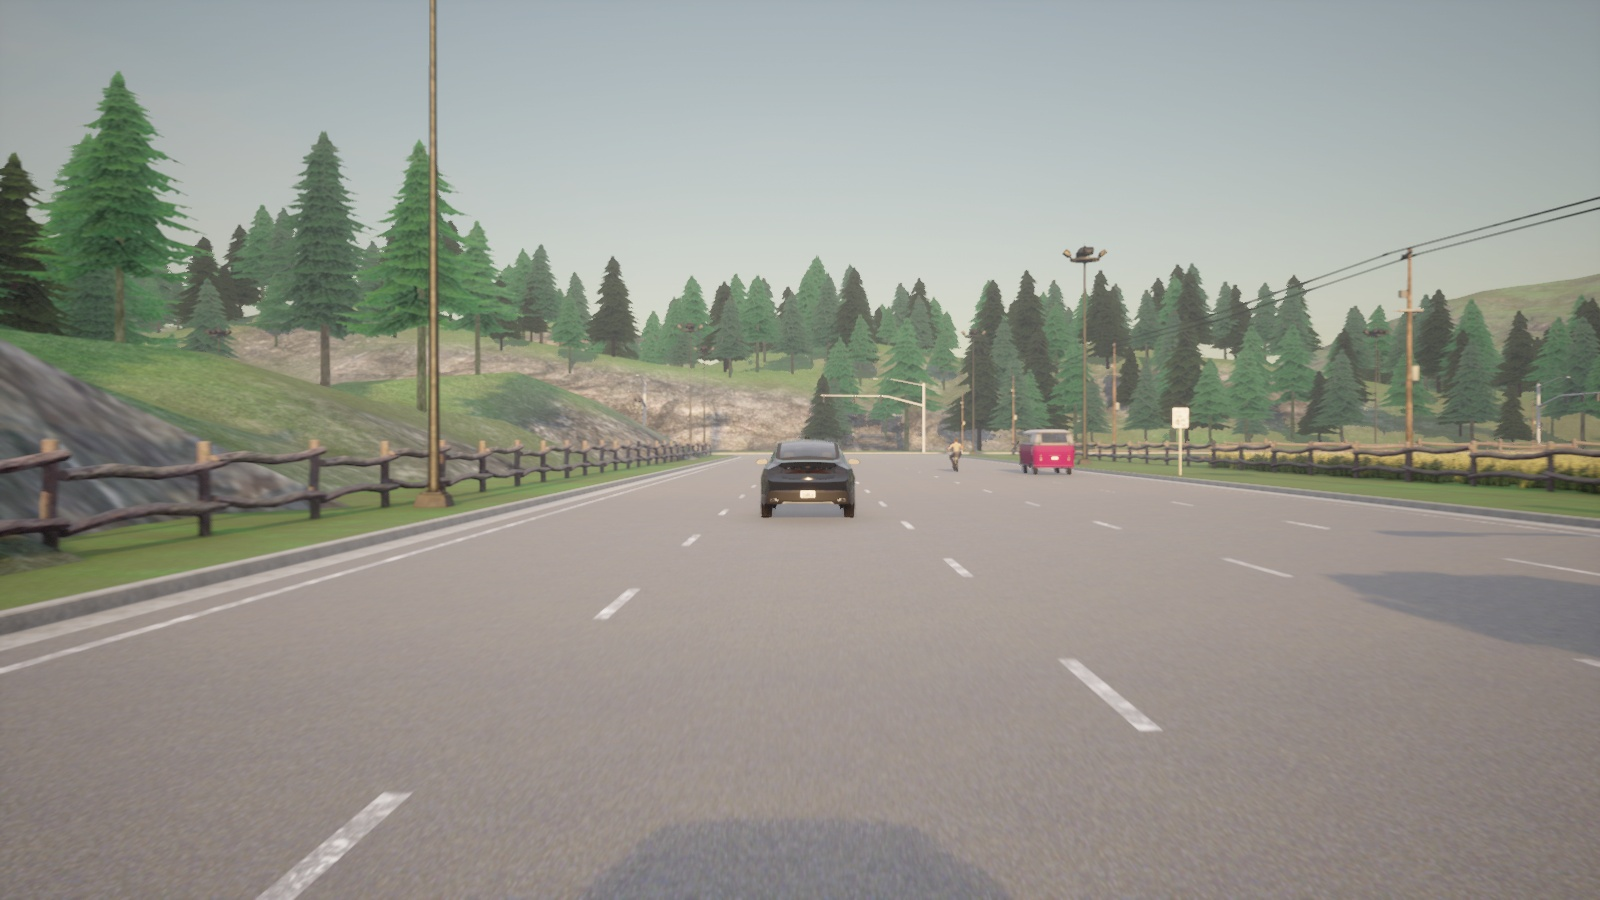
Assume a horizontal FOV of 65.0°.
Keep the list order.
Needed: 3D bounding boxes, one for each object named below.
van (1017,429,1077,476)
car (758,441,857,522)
[{"bbox_3d":[10.827,0.093,55.230,1.775,1.987,4.442,0,0,0],"label":"van"},{"bbox_3d":[0.160,0.558,25.769,1.837,1.490,4.892,0,1,0],"label":"car"}]
